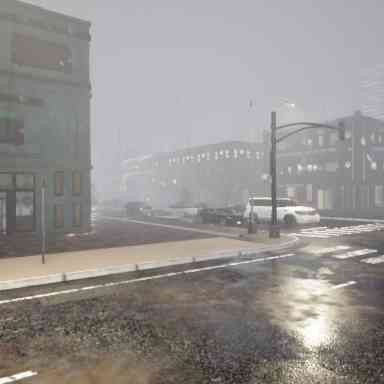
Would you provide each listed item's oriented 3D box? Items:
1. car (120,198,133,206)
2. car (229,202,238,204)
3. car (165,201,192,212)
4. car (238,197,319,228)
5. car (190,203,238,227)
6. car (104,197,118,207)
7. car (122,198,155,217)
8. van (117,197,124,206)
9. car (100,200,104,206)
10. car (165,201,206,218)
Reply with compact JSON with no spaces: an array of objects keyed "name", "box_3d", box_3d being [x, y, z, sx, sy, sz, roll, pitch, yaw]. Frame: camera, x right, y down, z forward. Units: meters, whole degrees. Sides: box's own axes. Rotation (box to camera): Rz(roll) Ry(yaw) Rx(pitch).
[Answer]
[{"name":"car","box_3d":[-7.231,1.930,43.612,1.882,1.535,5.008,-1,0,-34]},{"name":"car","box_3d":[4.352,1.809,36.960,2.008,1.369,4.403,-2,0,-35]},{"name":"car","box_3d":[-1.925,1.965,46.078,1.802,1.307,4.206,-1,0,-35]},{"name":"car","box_3d":[6.303,1.401,24.055,2.150,2.045,5.566,-1,0,-36]},{"name":"car","box_3d":[2.082,1.814,25.267,1.947,1.339,4.313,-1,0,-35]},{"name":"car","box_3d":[-14.488,1.939,64.313,2.192,1.841,5.009,-1,0,-35]},{"name":"car","box_3d":[-5.691,1.846,36.764,1.967,1.590,4.097,-1,0,-35]},{"name":"van","box_3d":[-11.348,1.906,59.754,1.690,1.788,3.998,-1,0,-35]},{"name":"car","box_3d":[-17.622,2.227,68.872,1.887,1.381,4.507,-1,0,-35]},{"name":"car","box_3d":[-0.803,1.926,34.254,1.895,1.301,4.718,-1,0,-35]}]
